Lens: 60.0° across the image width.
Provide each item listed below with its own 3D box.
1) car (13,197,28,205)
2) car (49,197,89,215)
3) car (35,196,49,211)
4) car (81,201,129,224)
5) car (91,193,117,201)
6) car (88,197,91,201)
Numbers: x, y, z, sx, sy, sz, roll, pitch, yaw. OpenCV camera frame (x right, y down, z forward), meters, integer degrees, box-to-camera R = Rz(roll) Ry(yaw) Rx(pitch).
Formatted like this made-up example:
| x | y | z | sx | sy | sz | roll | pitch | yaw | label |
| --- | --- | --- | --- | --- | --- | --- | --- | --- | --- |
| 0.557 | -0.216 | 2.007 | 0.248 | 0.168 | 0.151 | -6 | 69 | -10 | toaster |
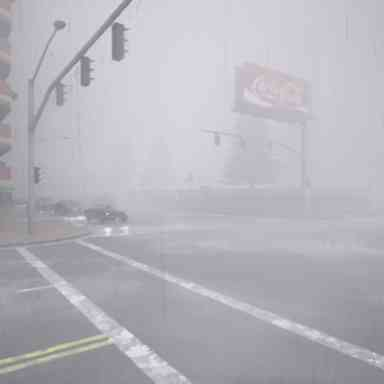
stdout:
| x | y | z | sx | sy | sz | roll | pitch | yaw | label |
| --- | --- | --- | --- | --- | --- | --- | --- | --- | --- |
| -29.241 | 1.558 | 56.760 | 1.994 | 1.385 | 4.181 | 0 | 0 | -35 | car |
| -12.330 | 1.487 | 33.141 | 2.128 | 1.511 | 4.902 | 0 | 0 | -36 | car |
| -18.247 | 1.348 | 41.365 | 2.097 | 1.767 | 4.553 | 0 | 0 | -36 | car |
| -6.489 | 1.597 | 25.038 | 1.895 | 1.301 | 4.718 | 0 | 0 | -36 | car |
| -13.962 | 1.213 | 53.698 | 2.150 | 2.045 | 5.566 | 0 | 0 | -36 | car |
| -20.042 | 1.592 | 62.104 | 1.895 | 1.301 | 4.718 | 0 | 0 | -36 | car |
